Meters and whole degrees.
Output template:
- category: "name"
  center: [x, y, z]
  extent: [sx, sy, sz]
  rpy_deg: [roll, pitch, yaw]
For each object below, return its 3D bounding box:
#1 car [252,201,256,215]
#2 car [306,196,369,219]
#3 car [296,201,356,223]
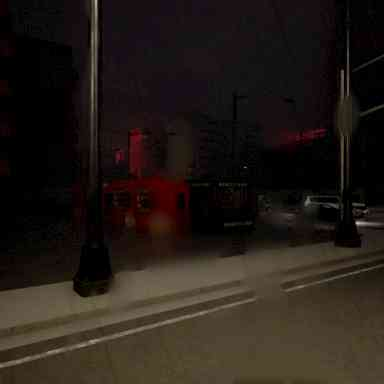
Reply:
- category: "car"
  center: [5.385, 1.685, 34.184]
  extent: [1.882, 1.535, 5.008]
  rpy_deg: [0, -1, -36]
- category: "car"
  center: [12.785, 1.339, 29.932]
  extent: [2.150, 2.045, 5.566]
  rpy_deg: [0, -1, -36]
- category: "car"
  center: [10.565, 1.667, 27.023]
  extent: [1.994, 1.385, 4.181]
  rpy_deg: [0, -1, -36]
